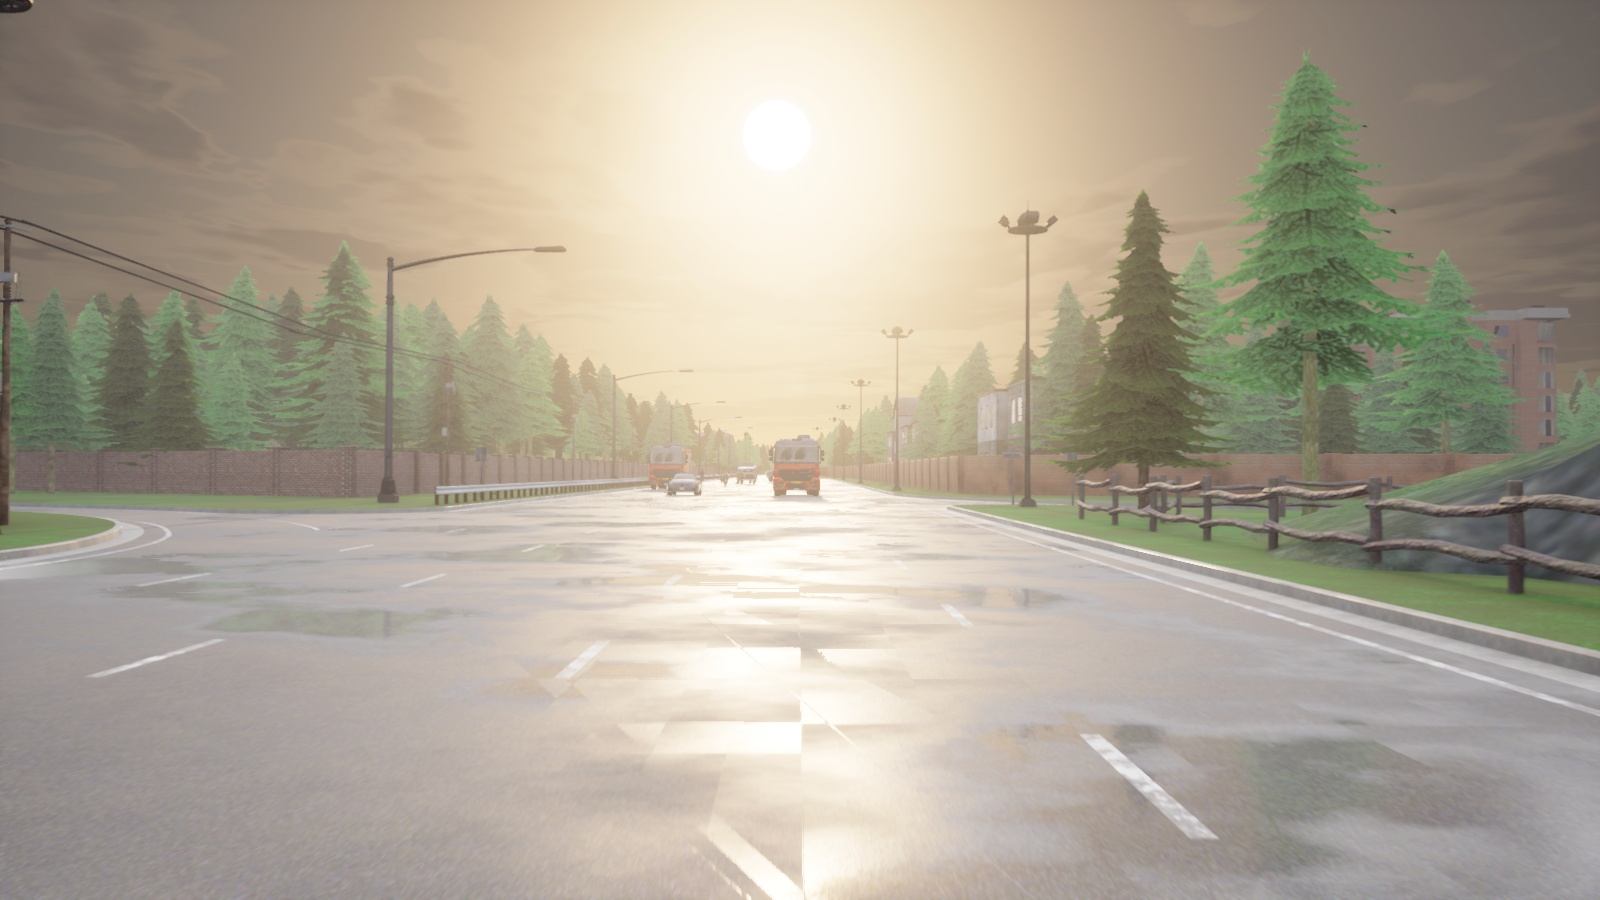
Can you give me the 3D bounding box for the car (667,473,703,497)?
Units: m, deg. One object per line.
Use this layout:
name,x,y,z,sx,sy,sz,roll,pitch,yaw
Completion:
car,-7.194,2.190,78.880,1.812,1.442,4.674,0,-1,0

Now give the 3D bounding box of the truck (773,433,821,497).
truck,-0.200,0.985,79.685,2.891,3.827,8.468,0,-1,0
